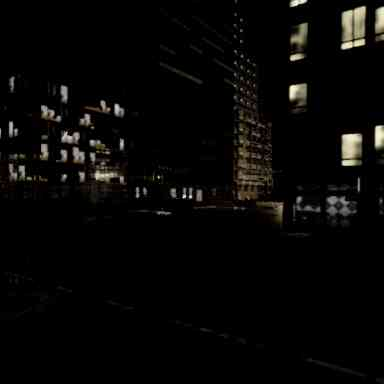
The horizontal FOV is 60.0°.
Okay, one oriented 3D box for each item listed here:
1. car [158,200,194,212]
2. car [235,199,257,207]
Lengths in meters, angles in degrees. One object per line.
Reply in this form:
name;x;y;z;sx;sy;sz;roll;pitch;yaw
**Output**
car;-1.873;1.639;41.157;2.033;1.411;5.357;1;0;37
car;8.949;1.842;55.516;1.895;1.301;4.718;1;0;37
